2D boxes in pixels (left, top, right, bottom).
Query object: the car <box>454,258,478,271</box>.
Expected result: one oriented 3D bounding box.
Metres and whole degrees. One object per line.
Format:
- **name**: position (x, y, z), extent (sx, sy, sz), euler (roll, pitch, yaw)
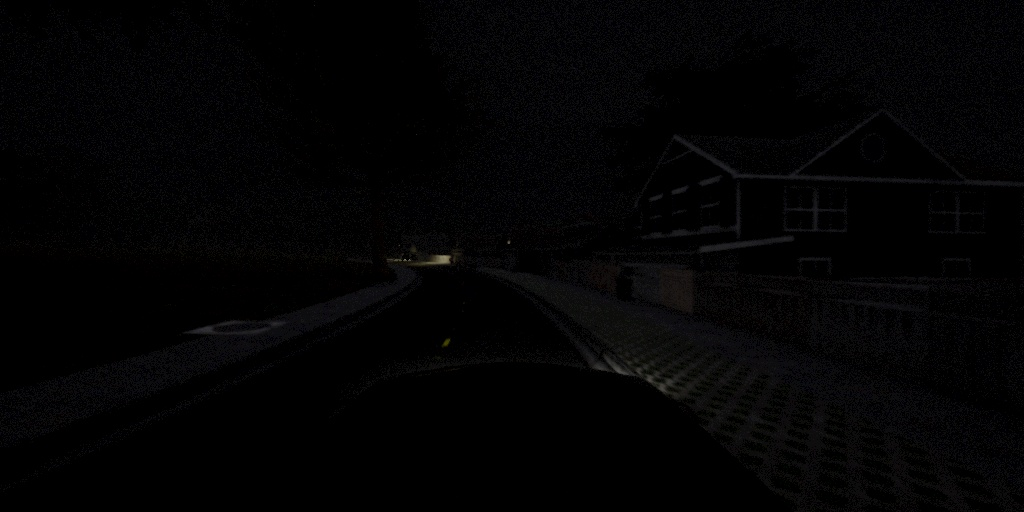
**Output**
- **car**: position (-4.732, 0.803, 36.311), extent (1.895, 1.301, 4.718), euler (0, 0, -16)
